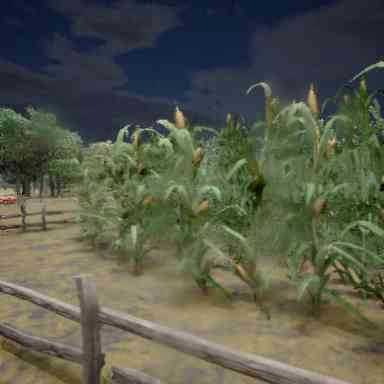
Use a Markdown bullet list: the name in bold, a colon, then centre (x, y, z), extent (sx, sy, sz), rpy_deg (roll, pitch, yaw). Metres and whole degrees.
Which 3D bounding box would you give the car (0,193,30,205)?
- **car**: centre (-28.816, 1.028, 54.078), extent (2.097, 1.767, 4.553), rpy_deg (-1, 1, 36)
